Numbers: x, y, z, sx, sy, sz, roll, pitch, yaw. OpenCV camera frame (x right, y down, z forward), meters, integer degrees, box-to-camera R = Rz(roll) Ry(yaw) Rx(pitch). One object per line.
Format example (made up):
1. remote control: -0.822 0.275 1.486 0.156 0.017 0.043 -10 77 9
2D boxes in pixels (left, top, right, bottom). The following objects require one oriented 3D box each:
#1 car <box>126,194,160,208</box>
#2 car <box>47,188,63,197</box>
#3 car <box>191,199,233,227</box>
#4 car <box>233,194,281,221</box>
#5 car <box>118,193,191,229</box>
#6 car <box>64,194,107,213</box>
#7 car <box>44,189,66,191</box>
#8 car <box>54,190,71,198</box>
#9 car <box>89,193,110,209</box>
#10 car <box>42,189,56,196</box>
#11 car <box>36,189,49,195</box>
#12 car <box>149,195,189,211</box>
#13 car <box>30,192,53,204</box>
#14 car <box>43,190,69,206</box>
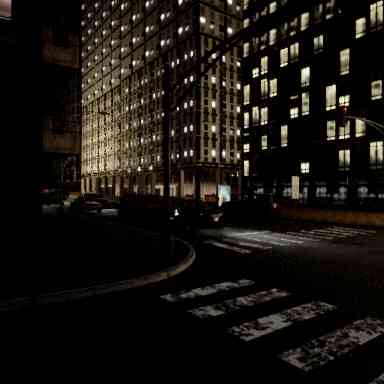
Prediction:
1. car: -5.631 0.966 37.764 1.947 1.339 4.313 1 0 -36
2. car: -28.500 0.099 69.141 1.967 1.590 4.097 1 0 -36
3. car: -0.091 1.202 20.312 2.128 1.511 4.902 0 1 -36
4. car: 4.178 1.027 24.315 2.192 1.841 5.009 1 0 -36
5. car: -2.557 1.008 19.330 2.192 1.841 5.009 2 0 -36
6. car: -9.098 1.067 28.294 1.802 1.307 4.206 2 0 -36
7. car: -18.628 0.642 45.850 1.812 1.442 4.674 0 1 -36
8. car: -25.236 0.310 64.660 1.887 1.381 4.507 1 0 -36
9. car: -9.952 0.904 33.845 1.837 1.490 4.892 0 0 -36
10. car: -31.770 0.097 73.625 1.887 1.381 4.507 1 0 -36
11. car: -35.038 -0.010 78.107 1.887 1.381 4.507 1 0 -36
12. car: -2.363 1.070 33.281 1.947 1.339 4.313 1 0 -36
13. car: -18.898 0.753 41.738 1.802 1.307 4.206 2 0 -36
14. car: -15.631 0.827 37.257 2.008 1.369 4.403 2 0 -36
